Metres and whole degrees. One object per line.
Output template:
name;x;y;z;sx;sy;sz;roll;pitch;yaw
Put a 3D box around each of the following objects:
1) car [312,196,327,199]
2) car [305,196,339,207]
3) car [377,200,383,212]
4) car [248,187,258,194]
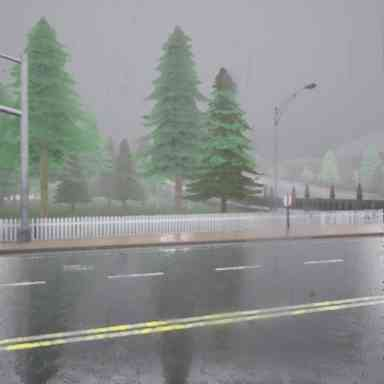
car;16.317;1.424;44.751;1.895;1.301;4.718;0;2;-19
car;18.803;1.315;48.332;1.895;1.301;4.718;0;3;-19
car;22.898;1.578;36.294;1.895;1.301;4.718;0;0;-19
car;12.446;-0.494;67.499;1.895;1.301;4.718;0;7;-18
